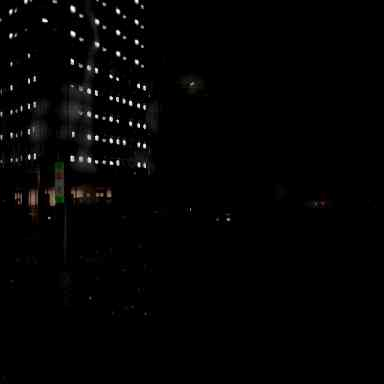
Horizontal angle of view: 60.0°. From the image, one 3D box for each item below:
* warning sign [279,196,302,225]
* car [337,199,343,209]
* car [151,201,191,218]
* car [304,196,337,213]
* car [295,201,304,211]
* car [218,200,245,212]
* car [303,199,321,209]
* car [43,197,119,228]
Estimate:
[{"bbox_3d":[6.804,1.251,22.976,1.300,1.860,1.060,0,0,34],"label":"warning sign"},{"bbox_3d":[21.914,1.817,51.071,1.882,1.535,5.008,0,0,31],"label":"car"},{"bbox_3d":[-1.943,1.717,32.697,1.837,1.490,4.892,0,-1,35],"label":"car"},{"bbox_3d":[16.400,1.502,42.254,2.150,2.045,5.566,0,-1,34],"label":"car"},{"bbox_3d":[14.118,1.900,44.697,1.895,1.301,4.718,0,-1,33],"label":"car"},{"bbox_3d":[5.110,1.768,43.073,1.882,1.535,5.008,0,-1,34],"label":"car"},{"bbox_3d":[19.136,1.879,52.758,1.812,1.442,4.674,0,0,31],"label":"car"},{"bbox_3d":[-7.813,1.366,24.113,2.150,2.045,5.566,0,-1,34],"label":"car"}]
